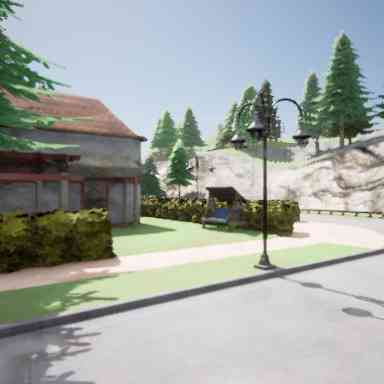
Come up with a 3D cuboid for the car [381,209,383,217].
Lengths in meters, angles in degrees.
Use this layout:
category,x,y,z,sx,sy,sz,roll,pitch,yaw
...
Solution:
category,x,y,z,sx,sy,sz,roll,pitch,yaw
car,15.429,1.429,22.268,1.895,1.301,4.718,0,0,-35
